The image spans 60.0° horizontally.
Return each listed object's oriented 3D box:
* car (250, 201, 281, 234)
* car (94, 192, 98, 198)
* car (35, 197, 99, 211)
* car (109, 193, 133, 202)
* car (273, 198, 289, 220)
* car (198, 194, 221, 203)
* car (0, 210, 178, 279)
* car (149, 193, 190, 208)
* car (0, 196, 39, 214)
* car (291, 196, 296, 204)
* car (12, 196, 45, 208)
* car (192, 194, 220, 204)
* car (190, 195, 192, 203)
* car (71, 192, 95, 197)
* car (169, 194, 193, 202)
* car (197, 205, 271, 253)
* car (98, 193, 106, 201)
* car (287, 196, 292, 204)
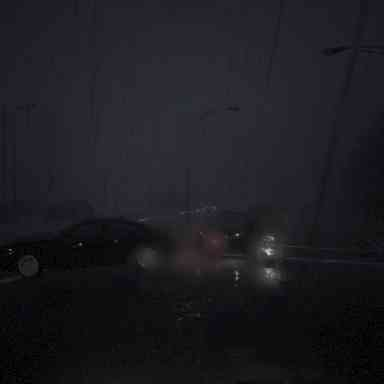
[{"bbox_3d":[3.934,1.489,19.327,1.837,1.490,4.892,0,0,19],"label":"car"},{"bbox_3d":[-21.937,1.297,67.978,3.806,1.475,1.970,0,0,18],"label":"car"},{"bbox_3d":[-9.067,1.355,24.216,3.633,1.501,1.845,0,0,18],"label":"car"},{"bbox_3d":[-13.887,1.045,65.314,4.605,1.855,1.932,0,0,18],"label":"car"},{"bbox_3d":[5.838,1.474,24.975,2.128,1.511,4.902,0,0,19],"label":"car"},{"bbox_3d":[3.328,1.201,62.988,3.806,1.475,1.970,0,0,18],"label":"car"},{"bbox_3d":[-2.920,1.475,9.917,5.008,1.535,1.882,0,0,-19],"label":"car"},{"bbox_3d":[-3.018,1.073,41.788,4.605,1.855,1.932,0,0,18],"label":"car"},{"bbox_3d":[-15.152,1.355,29.404,3.806,1.475,1.970,0,0,18],"label":"car"},{"bbox_3d":[19.116,1.534,64.483,1.994,1.385,4.181,0,0,19],"label":"car"},{"bbox_3d":[-21.752,1.273,44.273,3.633,1.501,1.845,0,0,18],"label":"car"},{"bbox_3d":[1.591,1.124,56.802,5.027,1.636,2.152,0,0,18],"label":"car"},{"bbox_3d":[-2.484,1.052,44.674,3.866,1.878,1.905,0,0,18],"label":"car"},{"bbox_3d":[-18.529,1.248,53.732,4.514,1.523,2.007,0,0,18],"label":"car"},{"bbox_3d":[-2.187,1.256,68.705,4.514,1.523,2.007,0,0,18],"label":"car"},{"bbox_3d":[1.794,1.514,13.916,1.812,1.442,4.674,0,0,24],"label":"car"},{"bbox_3d":[-20.299,1.013,70.935,3.866,1.878,1.905,0,0,18],"label":"car"},{"bbox_3d":[9.330,1.485,35.371,1.837,1.490,4.892,0,0,18],"label":"car"}]
